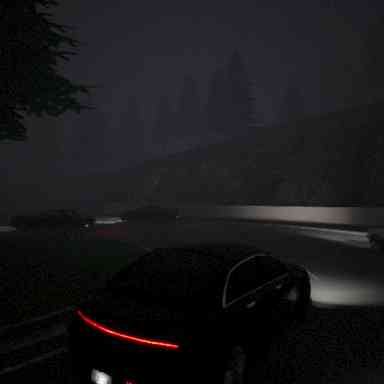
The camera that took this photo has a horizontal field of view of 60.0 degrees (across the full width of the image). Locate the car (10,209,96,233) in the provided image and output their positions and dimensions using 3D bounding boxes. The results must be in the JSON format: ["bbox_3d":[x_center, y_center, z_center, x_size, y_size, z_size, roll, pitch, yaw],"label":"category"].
[{"bbox_3d":[-8.426,1.704,20.196,4.718,1.301,1.895,0,0,10],"label":"car"}]

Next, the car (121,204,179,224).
[{"bbox_3d":[-3.262,1.686,25.795,4.674,1.442,1.812,0,-1,20],"label":"car"}]

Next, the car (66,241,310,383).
[{"bbox_3d":[0.466,1.542,5.183,1.837,1.490,4.892,2,1,33],"label":"car"}]

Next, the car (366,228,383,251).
[{"bbox_3d":[8.489,1.714,11.970,1.895,1.301,4.718,0,0,-6],"label":"car"}]
